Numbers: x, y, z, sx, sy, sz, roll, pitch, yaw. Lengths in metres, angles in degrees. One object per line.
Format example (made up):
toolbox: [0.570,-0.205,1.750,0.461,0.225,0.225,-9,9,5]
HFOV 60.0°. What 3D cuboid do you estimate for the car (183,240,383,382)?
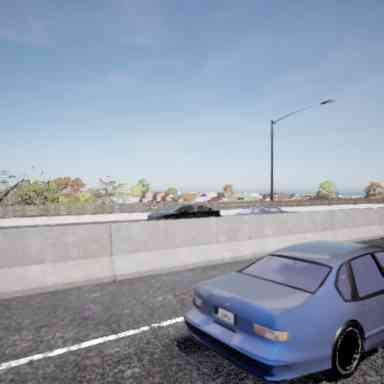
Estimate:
car: [2.461,1.543,5.483,5.357,1.411,2.033,0,0,-35]

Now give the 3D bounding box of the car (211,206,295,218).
car: [4.022,1.541,19.664,5.357,1.411,2.033,0,0,-35]

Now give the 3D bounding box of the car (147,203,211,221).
car: [-0.404,1.469,20.832,5.008,1.535,1.882,0,0,-35]

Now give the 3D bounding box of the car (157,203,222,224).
car: [-0.145,1.592,25.289,4.718,1.301,1.895,0,0,-35]
